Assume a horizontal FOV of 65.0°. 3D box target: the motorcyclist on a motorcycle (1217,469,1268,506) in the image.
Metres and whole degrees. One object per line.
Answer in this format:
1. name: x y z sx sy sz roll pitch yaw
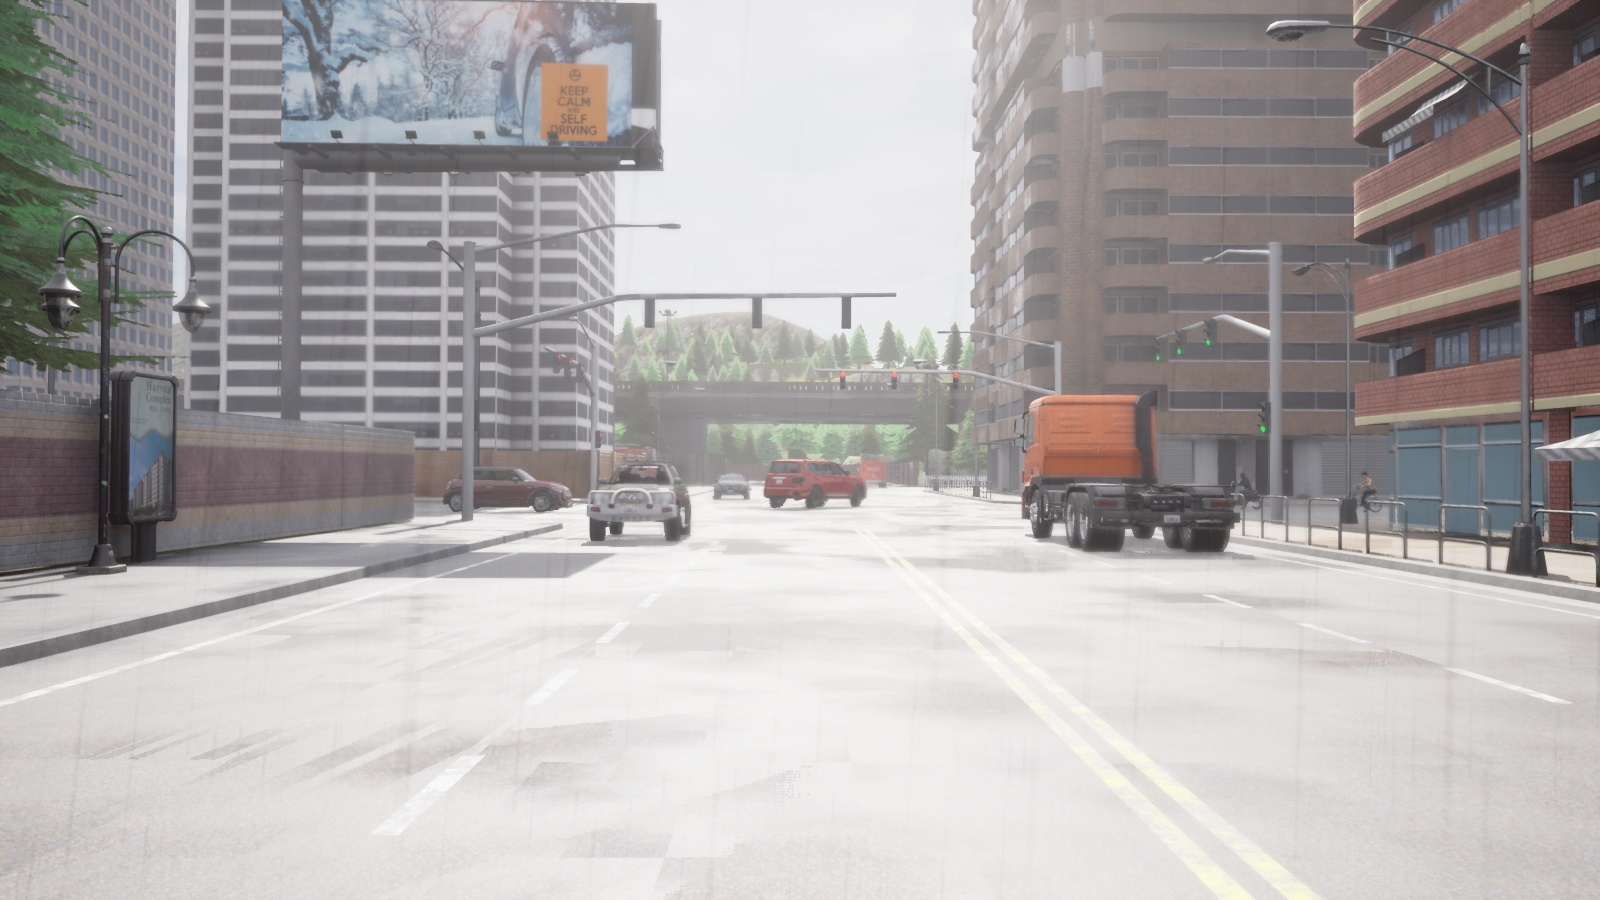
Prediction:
1. motorcyclist on a motorcycle: 18.769 1.585 53.265 1.817 1.590 0.866 0 -1 0

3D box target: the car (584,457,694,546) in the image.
1. car: -3.561 1.124 28.582 1.932 1.855 4.605 0 -1 0

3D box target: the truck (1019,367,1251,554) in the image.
1. truck: 6.917 0.263 27.349 2.891 3.462 7.936 0 -1 0

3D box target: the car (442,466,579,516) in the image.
1. car: -10.625 1.492 46.341 4.553 1.767 2.097 0 -1 0

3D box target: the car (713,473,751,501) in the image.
1. car: -3.696 2.011 68.991 1.812 1.442 4.674 0 -1 0

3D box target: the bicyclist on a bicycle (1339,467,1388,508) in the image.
1. bicyclist on a bicycle: 22.322 1.495 49.752 1.509 1.612 0.866 0 -1 0

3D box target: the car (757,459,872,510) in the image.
1. car: 0.703 1.427 53.507 2.150 2.045 5.566 -1 -1 35
